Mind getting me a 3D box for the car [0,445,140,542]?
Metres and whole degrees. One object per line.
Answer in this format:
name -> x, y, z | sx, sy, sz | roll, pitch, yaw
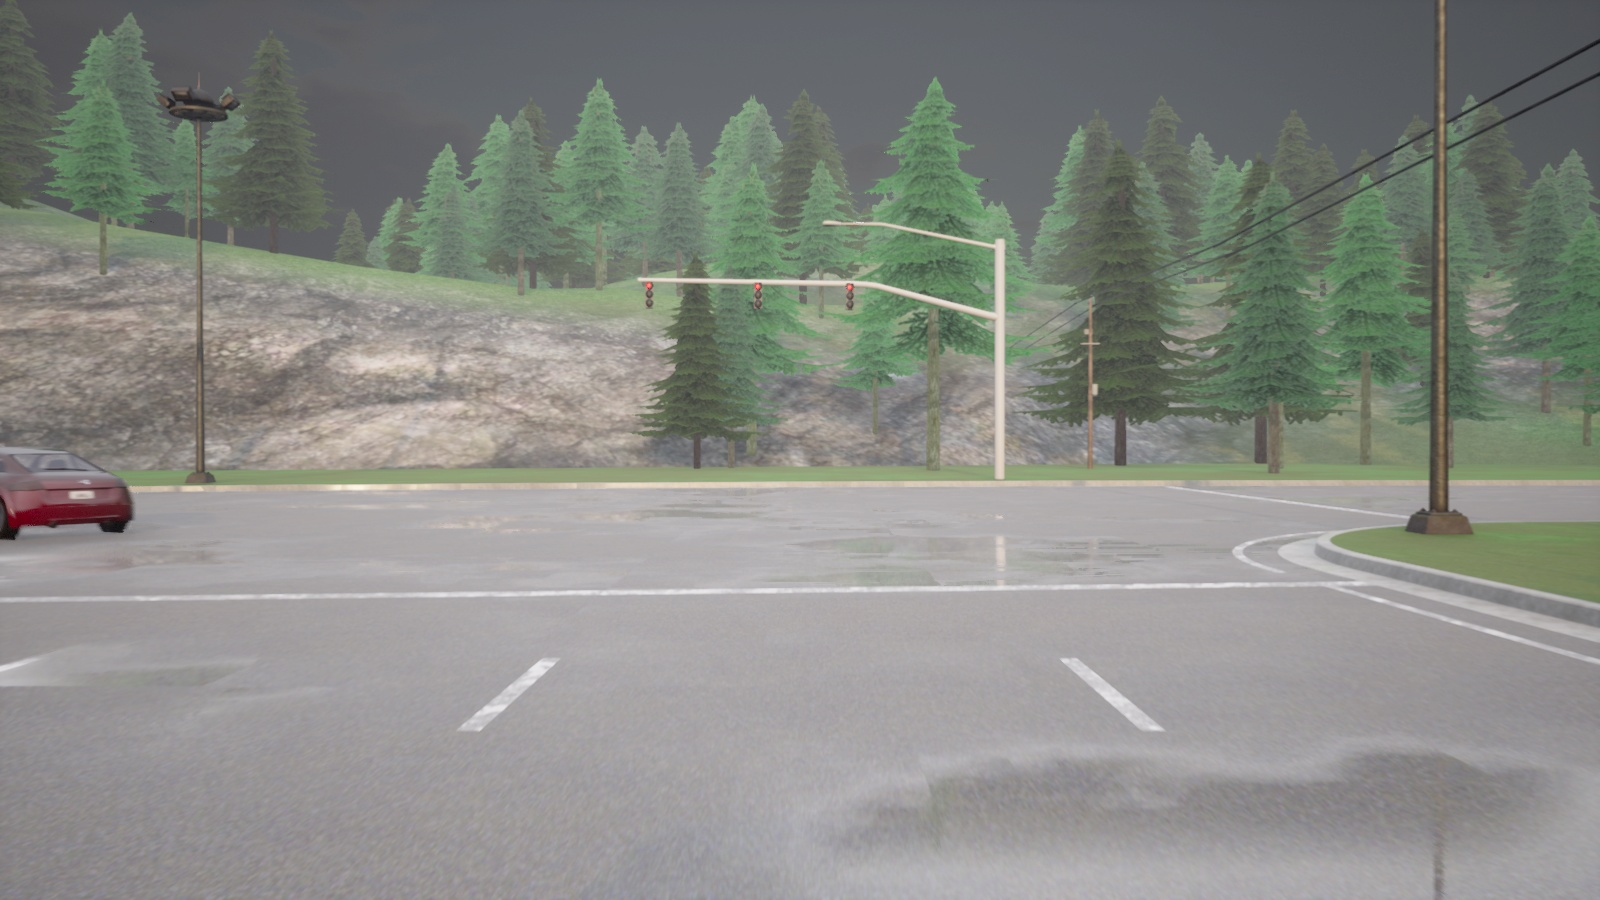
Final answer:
car -> -12.730, 0.619, 20.055 | 4.181, 1.385, 1.994 | 0, 0, 31
